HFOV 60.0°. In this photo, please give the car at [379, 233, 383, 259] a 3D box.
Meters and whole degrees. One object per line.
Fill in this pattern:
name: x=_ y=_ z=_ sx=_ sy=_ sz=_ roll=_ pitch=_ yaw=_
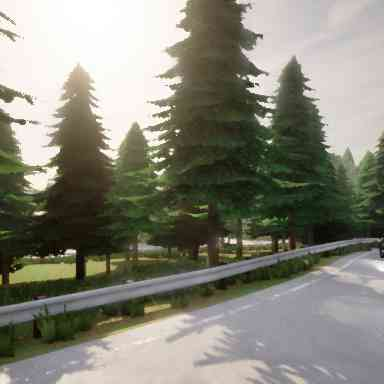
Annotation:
car: x=10.186 y=2.363 z=15.704 sx=1.837 sy=1.490 sz=4.892 roll=0 pitch=-3 yaw=38
